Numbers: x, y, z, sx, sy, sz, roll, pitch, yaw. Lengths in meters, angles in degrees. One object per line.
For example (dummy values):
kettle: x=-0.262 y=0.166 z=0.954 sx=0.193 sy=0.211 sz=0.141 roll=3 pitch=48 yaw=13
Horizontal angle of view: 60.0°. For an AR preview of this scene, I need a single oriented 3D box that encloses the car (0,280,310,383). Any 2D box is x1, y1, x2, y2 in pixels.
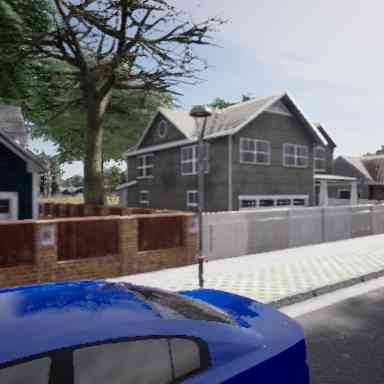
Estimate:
car: x=-1.326 y=1.477 z=2.126 sx=5.008 sy=1.535 sz=1.882 roll=0 pitch=0 yaw=-36
